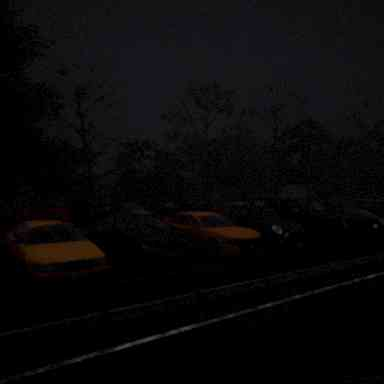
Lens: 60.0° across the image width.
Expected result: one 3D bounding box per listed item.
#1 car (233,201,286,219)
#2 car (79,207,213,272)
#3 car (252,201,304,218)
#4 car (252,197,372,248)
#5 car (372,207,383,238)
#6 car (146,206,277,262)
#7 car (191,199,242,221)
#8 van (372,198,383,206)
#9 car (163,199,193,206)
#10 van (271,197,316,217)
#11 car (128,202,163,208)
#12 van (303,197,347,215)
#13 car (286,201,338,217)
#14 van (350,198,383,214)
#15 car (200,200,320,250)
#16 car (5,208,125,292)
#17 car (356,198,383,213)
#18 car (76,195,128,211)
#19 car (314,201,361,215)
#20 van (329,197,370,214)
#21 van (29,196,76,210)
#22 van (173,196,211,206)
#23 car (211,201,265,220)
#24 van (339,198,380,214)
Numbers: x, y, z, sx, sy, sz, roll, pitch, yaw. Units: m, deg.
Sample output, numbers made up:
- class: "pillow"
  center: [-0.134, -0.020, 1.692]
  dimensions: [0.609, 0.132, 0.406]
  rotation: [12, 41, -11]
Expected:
- class: "car"
  center: [6.584, 1.705, 33.017]
  dimensions: [2.097, 1.535, 5.008]
  rotation: [1, -1, -35]
- class: "car"
  center: [-1.796, 1.475, 10.991]
  dimensions: [2.231, 1.521, 4.892]
  rotation: [0, 0, -35]
- class: "car"
  center: [8.840, 1.742, 34.624]
  dimensions: [2.231, 1.521, 4.892]
  rotation: [1, -1, -35]
- class: "car"
  center: [5.000, 1.306, 15.795]
  dimensions: [2.435, 2.045, 5.566]
  rotation: [1, -1, -35]
- class: "car"
  center: [7.225, 1.623, 17.452]
  dimensions: [2.163, 1.488, 4.792]
  rotation: [1, -1, -35]
- class: "car"
  center: [0.460, 1.494, 12.601]
  dimensions: [2.097, 1.535, 5.008]
  rotation: [1, 0, -35]
- class: "car"
  center: [2.089, 1.507, 29.780]
  dimensions: [2.185, 1.767, 4.553]
  rotation: [1, -1, -35]
- class: "van"
  center: [11.697, 1.440, 20.748]
  dimensions: [1.878, 1.987, 4.442]
  rotation: [1, -1, -35]
- class: "car"
  center: [-2.438, 1.561, 26.583]
  dimensions: [2.231, 1.521, 4.892]
  rotation: [1, -1, -35]
- class: "van"
  center: [11.026, 1.551, 36.334]
  dimensions: [1.878, 1.987, 4.442]
  rotation: [1, -1, -35]
- class: "car"
  center: [-4.587, 1.522, 24.831]
  dimensions: [1.946, 1.575, 5.366]
  rotation: [1, 0, -35]
- class: "van"
  center: [15.672, 1.624, 39.360]
  dimensions: [1.878, 1.987, 4.442]
  rotation: [1, -1, -35]
- class: "car"
  center: [13.455, 1.810, 37.696]
  dimensions: [1.946, 1.575, 5.366]
  rotation: [1, -1, -36]
- class: "van"
  center: [24.441, 1.871, 45.899]
  dimensions: [1.878, 1.987, 4.442]
  rotation: [2, -1, -35]
- class: "car"
  center: [2.708, 1.398, 14.234]
  dimensions: [2.185, 1.767, 4.553]
  rotation: [1, -1, -35]
- class: "car"
  center: [-3.940, 1.458, 9.228]
  dimensions: [1.946, 1.575, 5.366]
  rotation: [0, 0, -35]
- class: "car"
  center: [26.781, 1.927, 47.389]
  dimensions: [2.435, 2.045, 5.566]
  rotation: [2, -1, -35]
- class: "car"
  center: [-6.962, 1.244, 23.399]
  dimensions: [2.435, 2.045, 5.566]
  rotation: [0, 0, -35]
- class: "car"
  center: [17.854, 1.886, 41.065]
  dimensions: [2.097, 1.535, 5.008]
  rotation: [1, -1, -35]
- class: "van"
  center: [20.061, 1.710, 42.489]
  dimensions: [1.878, 1.987, 4.442]
  rotation: [1, -1, -35]
- class: "van"
  center: [-9.370, 1.249, 21.793]
  dimensions: [1.878, 1.987, 4.442]
  rotation: [0, 0, -35]
- class: "van"
  center: [-0.251, 1.370, 28.293]
  dimensions: [1.878, 1.987, 4.442]
  rotation: [1, -1, -35]
- class: "car"
  center: [4.226, 1.667, 31.336]
  dimensions: [2.097, 1.535, 5.008]
  rotation: [1, -1, -35]
- class: "van"
  center: [22.289, 1.794, 44.364]
  dimensions: [1.878, 1.987, 4.442]
  rotation: [2, -1, -35]
